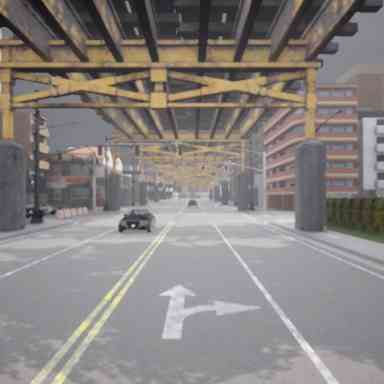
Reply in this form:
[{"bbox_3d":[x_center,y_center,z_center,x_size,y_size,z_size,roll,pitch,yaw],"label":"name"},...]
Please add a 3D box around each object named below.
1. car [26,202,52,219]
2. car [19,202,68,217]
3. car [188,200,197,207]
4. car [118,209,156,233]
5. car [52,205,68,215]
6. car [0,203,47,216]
[{"bbox_3d":[-17.037,1.877,33.633,4.974,1.542,2.038,0,-1,25],"label":"car"},{"bbox_3d":[-16.704,1.929,37.791,4.974,1.542,2.038,0,-1,-20],"label":"car"},{"bbox_3d":[0.107,2.362,69.235,1.837,1.490,4.892,0,-1,0],"label":"car"},{"bbox_3d":[-3.492,1.841,21.821,1.994,1.385,4.181,0,-1,1],"label":"car"},{"bbox_3d":[-16.753,1.772,37.775,4.536,1.218,1.853,0,-1,-20],"label":"car"},{"bbox_3d":[-17.084,1.720,33.656,4.536,1.218,1.853,0,-1,25],"label":"car"}]
